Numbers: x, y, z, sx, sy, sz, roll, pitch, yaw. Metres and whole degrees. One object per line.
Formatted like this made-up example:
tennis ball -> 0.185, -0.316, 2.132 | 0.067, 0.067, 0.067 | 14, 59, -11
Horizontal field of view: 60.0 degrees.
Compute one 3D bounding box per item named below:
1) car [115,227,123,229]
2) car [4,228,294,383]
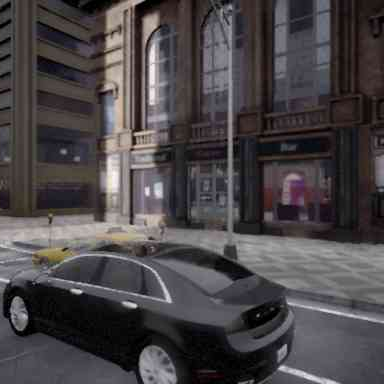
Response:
car -> -2.061, 1.542, 8.128 | 4.829, 1.417, 1.752 | 0, 0, 36
car -> -0.984, 1.517, 5.066 | 4.892, 1.490, 1.837 | 0, 0, 36
